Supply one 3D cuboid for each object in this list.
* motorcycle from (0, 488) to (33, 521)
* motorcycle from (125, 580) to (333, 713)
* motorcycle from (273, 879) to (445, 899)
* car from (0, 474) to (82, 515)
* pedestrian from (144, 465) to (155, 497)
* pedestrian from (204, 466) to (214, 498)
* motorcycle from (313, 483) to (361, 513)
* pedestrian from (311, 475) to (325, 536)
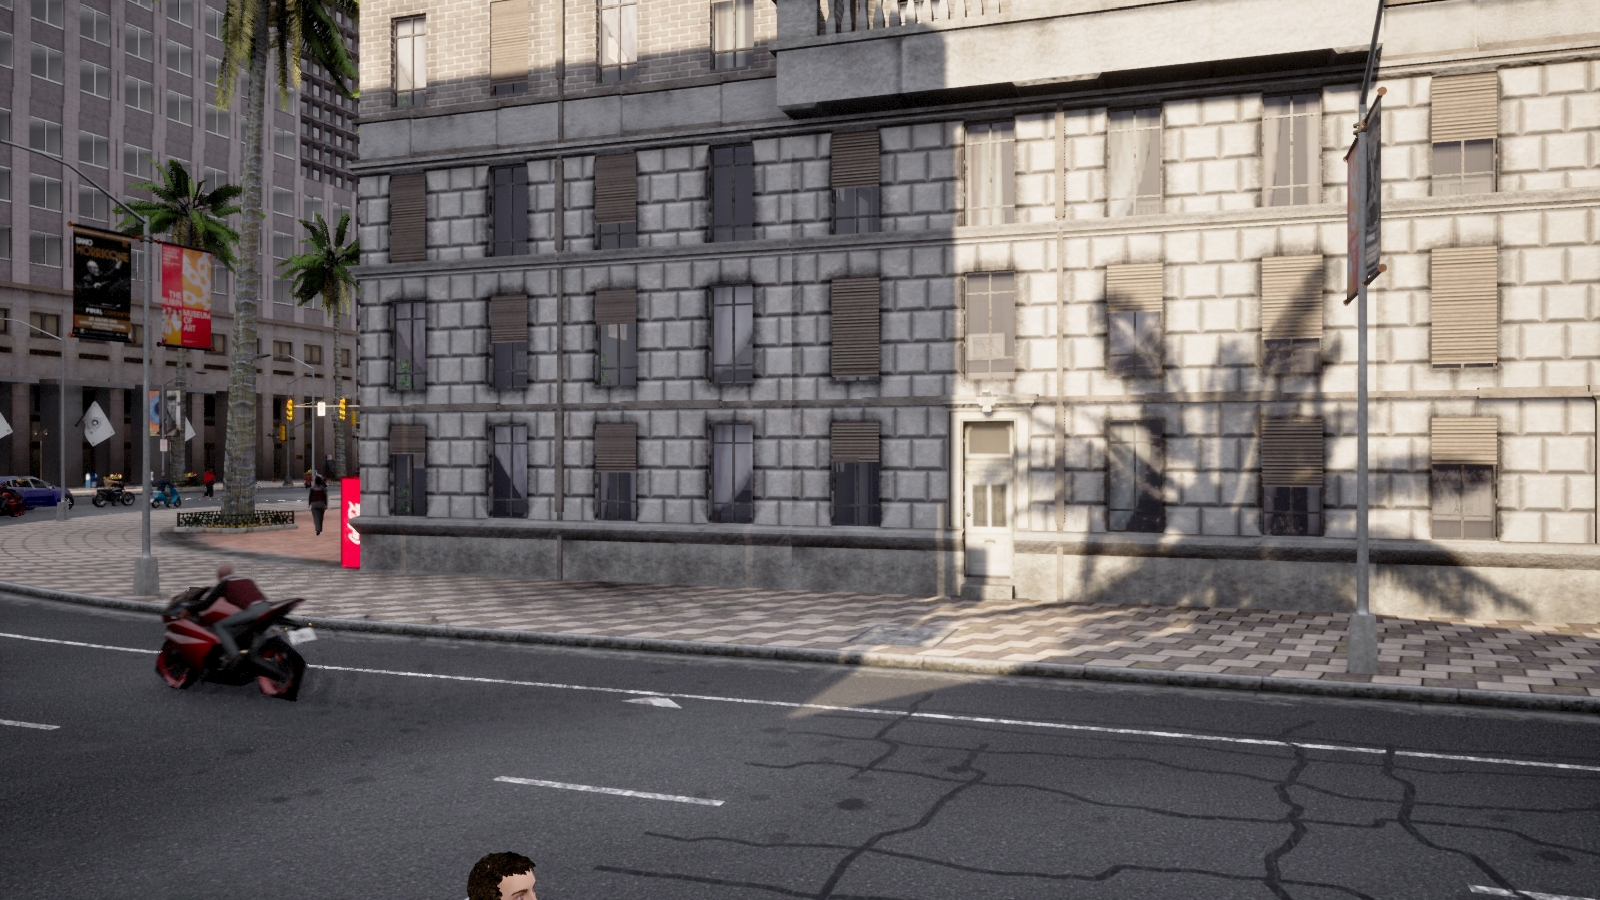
[{"bbox_3d":[-32.358,2.205,46.421,0.867,1.251,2.209,0,0,1],"label":"motorcycle"},{"bbox_3d":[-6.553,2.205,13.111,2.209,1.251,0.867,0,0,21],"label":"motorcycle"},{"bbox_3d":[-1.030,2.213,3.640,2.033,1.145,0.803,0,0,20],"label":"motorcycle"},{"bbox_3d":[-35.215,1.968,51.598,2.242,1.667,4.611,0,0,9],"label":"car"},{"bbox_3d":[-38.607,1.849,67.809,0.375,1.860,0.375,0,0,12],"label":"pedestrian"},{"bbox_3d":[-34.007,1.849,65.721,0.375,1.860,0.375,0,0,16],"label":"pedestrian"},{"bbox_3d":[-21.134,2.170,52.239,0.764,1.277,2.356,0,0,16],"label":"motorcycle"},{"bbox_3d":[-14.756,1.696,35.000,0.375,1.860,0.375,0,0,-20],"label":"pedestrian"}]
